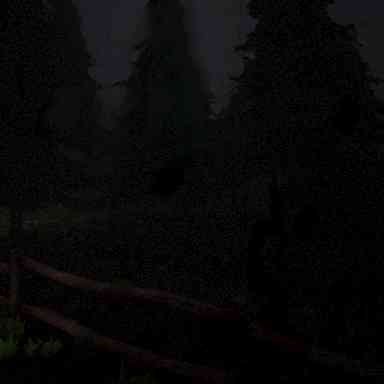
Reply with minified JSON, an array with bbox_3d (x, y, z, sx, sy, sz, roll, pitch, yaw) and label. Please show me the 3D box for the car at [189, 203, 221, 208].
[{"bbox_3d":[1.239,1.591,37.981,4.181,1.385,1.994,0,0,-11],"label":"car"}]
